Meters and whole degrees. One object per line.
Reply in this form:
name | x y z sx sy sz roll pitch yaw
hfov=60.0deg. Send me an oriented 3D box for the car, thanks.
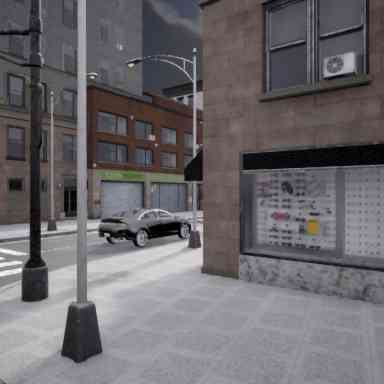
car | -1.920 1.459 14.979 2.128 1.511 4.902 0 0 35
